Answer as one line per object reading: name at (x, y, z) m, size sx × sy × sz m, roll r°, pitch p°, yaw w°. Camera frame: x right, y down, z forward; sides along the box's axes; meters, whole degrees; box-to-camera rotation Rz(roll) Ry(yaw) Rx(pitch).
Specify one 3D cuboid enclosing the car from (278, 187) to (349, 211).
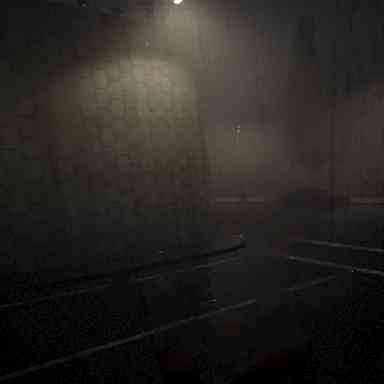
car at (8.461, 0.418, 23.549) m, size 1.882 × 1.535 × 5.008 m, roll -7°, pitch 3°, yaw -36°
